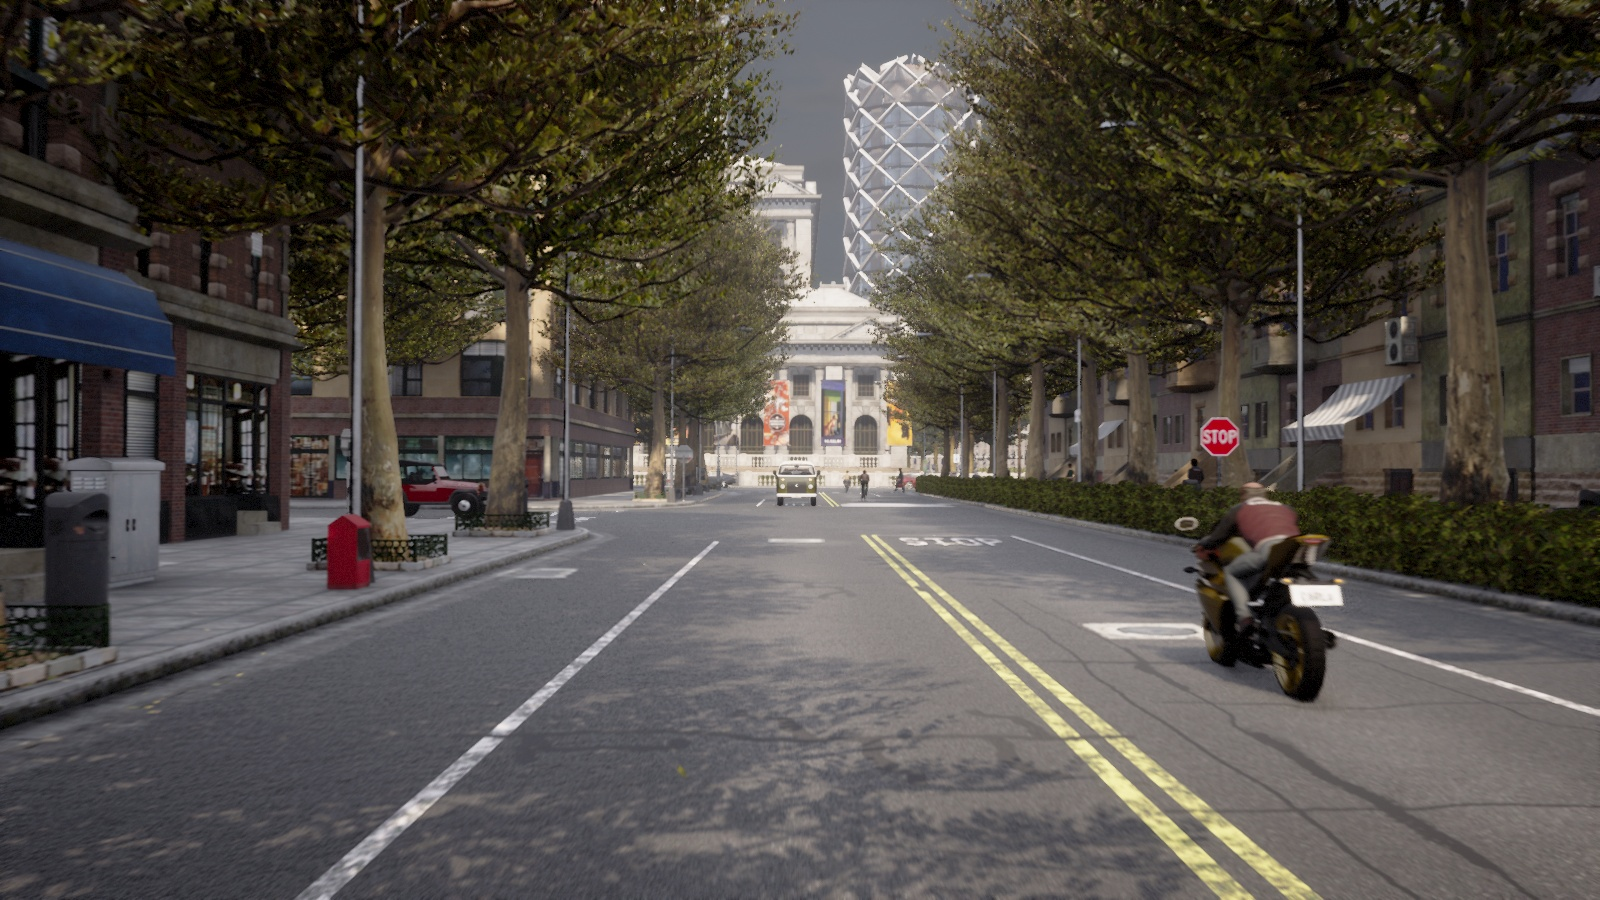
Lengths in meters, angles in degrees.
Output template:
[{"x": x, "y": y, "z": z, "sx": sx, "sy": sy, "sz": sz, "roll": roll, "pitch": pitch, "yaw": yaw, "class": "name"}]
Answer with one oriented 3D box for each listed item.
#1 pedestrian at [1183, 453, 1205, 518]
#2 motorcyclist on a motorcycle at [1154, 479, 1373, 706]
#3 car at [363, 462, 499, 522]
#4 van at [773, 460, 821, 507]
[{"x": 11.747, "y": 1.051, "z": 37.446, "sx": 0.402, "sy": 1.930, "sz": 0.666, "roll": 0, "pitch": -1, "yaw": 0, "class": "pedestrian"}, {"x": 3.476, "y": 0.998, "z": 9.681, "sx": 0.866, "sy": 1.530, "sz": 2.191, "roll": 0, "pitch": -1, "yaw": 0, "class": "motorcyclist on a motorcycle"}, {"x": -11.947, "y": 1.341, "z": 40.807, "sx": 3.866, "sy": 1.878, "sz": 1.905, "roll": 0, "pitch": -1, "yaw": -1, "class": "car"}, {"x": -0.134, "y": 1.491, "z": 56.697, "sx": 2.069, "sy": 2.038, "sz": 4.480, "roll": 0, "pitch": -1, "yaw": 0, "class": "van"}]
